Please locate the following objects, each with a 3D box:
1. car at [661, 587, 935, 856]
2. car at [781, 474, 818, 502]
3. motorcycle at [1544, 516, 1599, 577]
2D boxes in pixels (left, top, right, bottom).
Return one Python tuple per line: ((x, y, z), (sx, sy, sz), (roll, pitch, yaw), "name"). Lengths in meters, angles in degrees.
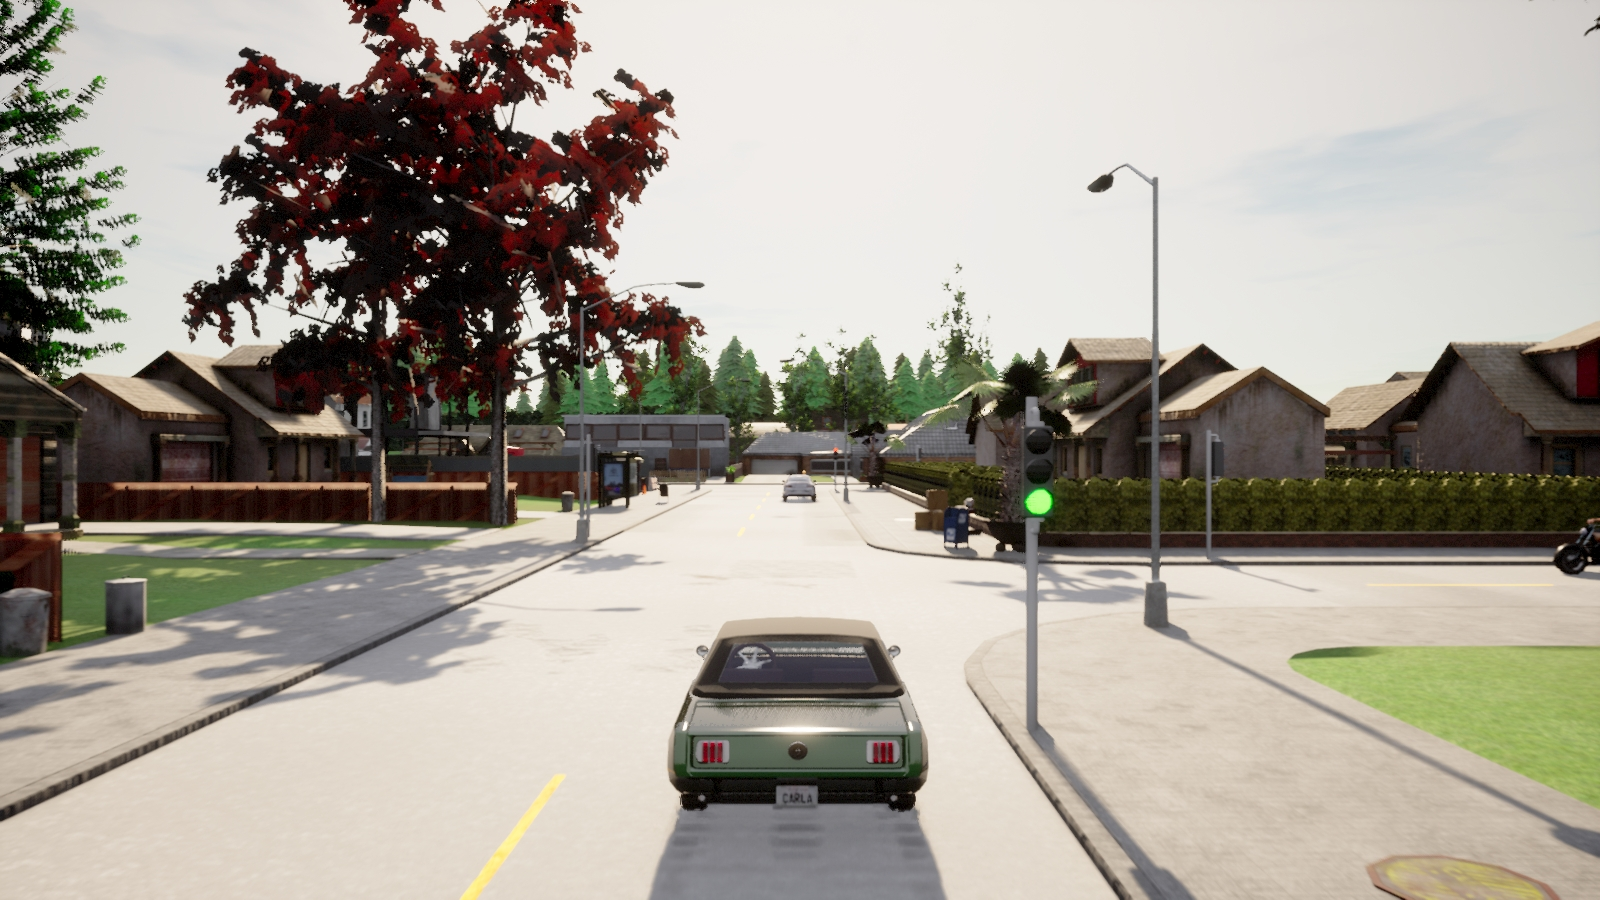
((-0.014, 2.163, 10.263), (1.895, 1.301, 4.718), (0, 0, 0), "car")
((-0.033, 2.129, 64.627), (2.002, 1.442, 4.674), (0, 0, 0), "car")
((18.294, 2.174, 25.908), (2.356, 1.307, 0.764), (0, 0, 0), "motorcycle")
